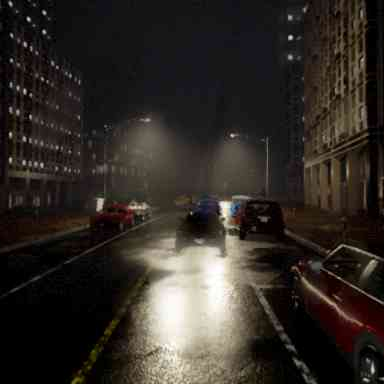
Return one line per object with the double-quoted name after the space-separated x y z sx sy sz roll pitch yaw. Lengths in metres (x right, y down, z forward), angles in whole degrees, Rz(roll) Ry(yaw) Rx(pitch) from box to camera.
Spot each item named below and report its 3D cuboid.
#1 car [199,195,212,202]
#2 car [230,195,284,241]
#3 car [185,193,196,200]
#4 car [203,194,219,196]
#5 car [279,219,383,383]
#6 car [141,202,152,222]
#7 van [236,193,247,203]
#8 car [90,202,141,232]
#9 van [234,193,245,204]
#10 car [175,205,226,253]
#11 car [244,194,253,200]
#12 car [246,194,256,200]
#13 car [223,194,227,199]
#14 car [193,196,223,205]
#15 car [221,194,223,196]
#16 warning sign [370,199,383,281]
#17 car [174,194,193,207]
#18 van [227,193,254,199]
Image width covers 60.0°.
2.907 1.298 70.539 1.947 1.339 4.313 1 0 13 "car"
3.196 1.262 16.362 2.192 1.841 5.009 1 0 4 "car"
-0.543 1.117 53.707 2.192 1.841 5.009 1 0 10 "car"
3.057 1.319 59.269 2.033 1.411 5.357 0 0 12 "car"
2.766 1.428 4.759 1.967 1.590 4.097 1 0 1 "car"
-4.209 1.466 25.524 2.008 1.369 4.403 1 0 4 "car"
9.428 1.079 62.951 1.690 1.788 3.998 1 0 12 "van"
-4.630 1.481 19.848 1.887 1.381 4.507 1 0 3 "car"
8.257 1.106 57.206 1.690 1.788 3.998 1 0 11 "van"
0.397 1.482 13.500 1.812 1.442 4.674 0 0 3 "car"
13.672 1.179 80.312 1.752 1.417 4.829 1 1 16 "car"
15.233 1.193 85.770 1.947 1.339 4.313 1 1 17 "car"
8.896 1.220 92.480 1.802 1.307 4.206 1 1 17 "car"
1.497 1.374 28.891 1.882 1.535 5.008 0 1 6 "car"
5.709 1.251 81.591 1.947 1.339 4.313 1 1 15 "car"
5.028 1.094 7.633 1.300 1.860 1.060 -1 -1 2 "warning sign"
-1.506 1.351 47.952 1.752 1.417 4.829 1 0 9 "car"
4.068 1.239 28.039 1.690 1.788 3.998 1 0 6 "van"
